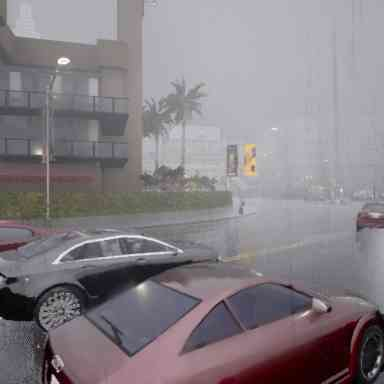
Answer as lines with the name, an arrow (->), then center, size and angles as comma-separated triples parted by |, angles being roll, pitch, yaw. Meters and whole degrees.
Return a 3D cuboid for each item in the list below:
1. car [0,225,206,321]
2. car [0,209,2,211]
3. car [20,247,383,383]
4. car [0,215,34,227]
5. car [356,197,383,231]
car -> -1.481, 1.487, 6.765 | 4.902, 1.511, 2.128 | 0, 0, -37
car -> -8.244, 1.340, 10.696 | 4.553, 1.767, 2.097 | 0, 0, -36
car -> 0.509, 1.562, 3.914 | 4.181, 1.385, 1.994 | 0, 0, -37
car -> -5.460, 1.469, 8.367 | 5.008, 1.535, 1.882 | 0, 0, -36
car -> 11.208, 1.344, 19.629 | 2.097, 1.767, 4.553 | 0, 0, 37
